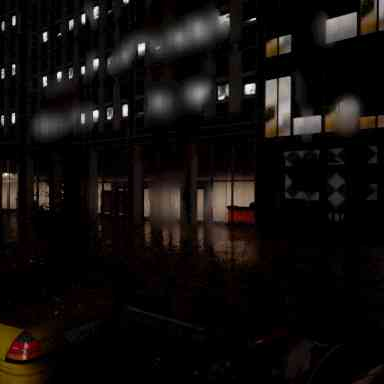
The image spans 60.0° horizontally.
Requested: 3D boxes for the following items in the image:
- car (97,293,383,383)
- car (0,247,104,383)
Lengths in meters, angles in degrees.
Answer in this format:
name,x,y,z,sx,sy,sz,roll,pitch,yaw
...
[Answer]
name,x,y,z,sx,sy,sz,roll,pitch,yaw
car,1.673,1.440,1.666,4.097,1.590,1.967,0,1,36
car,-3.085,1.524,5.075,4.829,1.417,1.752,0,1,36
